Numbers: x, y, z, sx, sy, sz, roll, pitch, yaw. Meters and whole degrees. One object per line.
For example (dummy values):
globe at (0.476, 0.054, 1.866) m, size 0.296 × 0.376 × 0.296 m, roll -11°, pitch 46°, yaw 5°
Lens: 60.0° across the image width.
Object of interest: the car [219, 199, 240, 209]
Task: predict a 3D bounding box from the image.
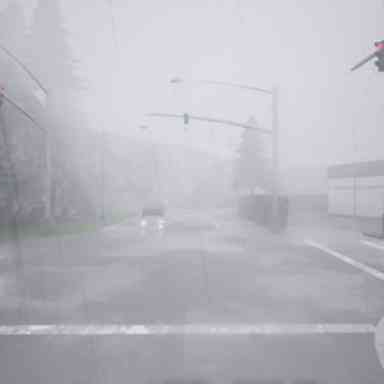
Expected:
car at (6.154, 1.779, 49.471) m, size 4.181 × 1.385 × 1.994 m, roll 0°, pitch 0°, yaw -14°

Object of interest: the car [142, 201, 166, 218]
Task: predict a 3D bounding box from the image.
car at (-3.612, 1.618, 32.262) m, size 1.882 × 1.535 × 5.008 m, roll 0°, pitch 0°, yaw 1°
